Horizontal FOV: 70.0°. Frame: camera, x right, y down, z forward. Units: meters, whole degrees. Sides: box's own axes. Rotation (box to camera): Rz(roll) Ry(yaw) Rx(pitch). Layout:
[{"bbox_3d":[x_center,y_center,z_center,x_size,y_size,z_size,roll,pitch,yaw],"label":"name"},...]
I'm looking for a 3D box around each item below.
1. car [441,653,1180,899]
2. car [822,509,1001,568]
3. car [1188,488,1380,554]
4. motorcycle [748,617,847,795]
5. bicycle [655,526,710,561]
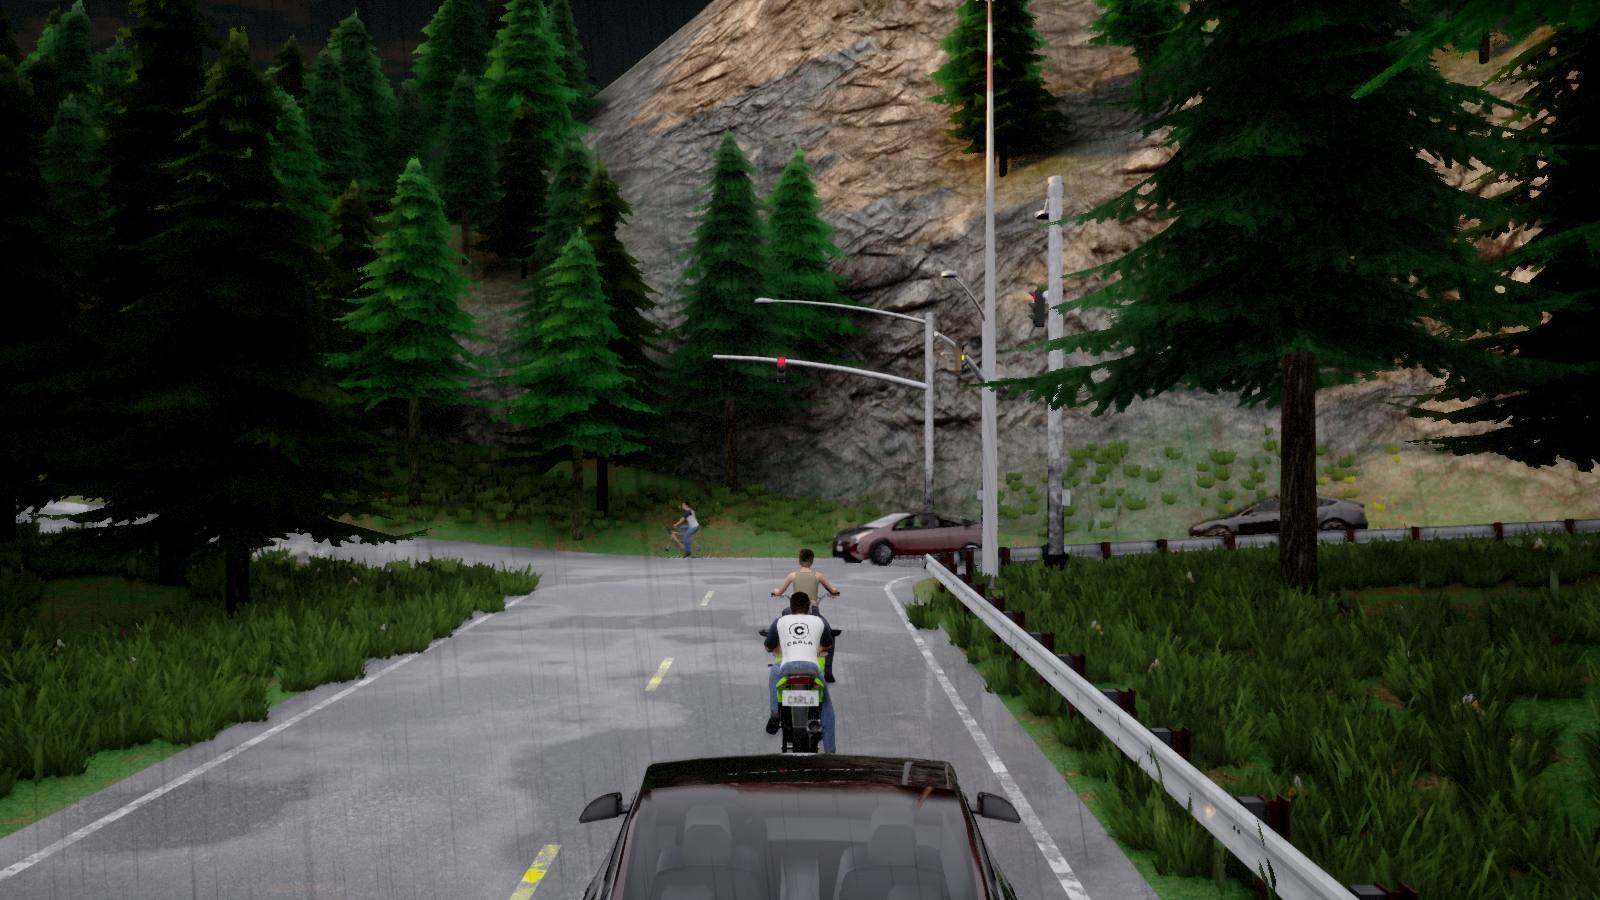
[{"bbox_3d":[0.029,2.063,5.012,2.163,1.488,4.792,0,0,0],"label":"car"},{"bbox_3d":[3.103,2.470,31.764,4.514,1.525,2.007,3,-4,-24],"label":"car"},{"bbox_3d":[13.767,2.037,32.832,4.792,1.488,2.163,-5,-2,17],"label":"car"},{"bbox_3d":[-0.020,2.213,10.238,0.803,1.145,2.033,0,0,0],"label":"motorcycle"},{"bbox_3d":[-3.597,2.863,35.053,1.643,1.024,0.373,0,-2,-2],"label":"bicycle"}]
